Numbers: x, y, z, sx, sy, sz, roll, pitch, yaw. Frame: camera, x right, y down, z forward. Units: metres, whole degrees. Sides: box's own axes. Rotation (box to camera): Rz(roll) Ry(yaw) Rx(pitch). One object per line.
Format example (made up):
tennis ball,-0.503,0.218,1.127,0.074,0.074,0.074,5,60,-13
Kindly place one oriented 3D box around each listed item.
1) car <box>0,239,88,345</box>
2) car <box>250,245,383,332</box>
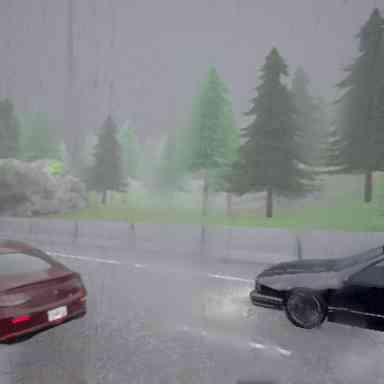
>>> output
car,-3.893,1.583,5.931,4.674,1.442,1.812,0,-1,31
car,3.745,1.592,5.453,5.357,1.411,2.033,0,-1,31
